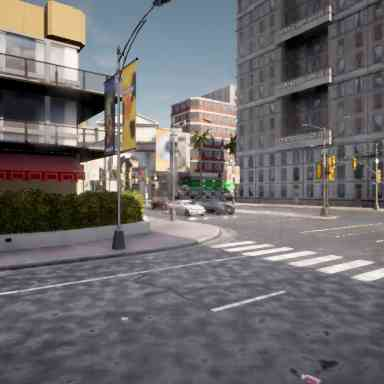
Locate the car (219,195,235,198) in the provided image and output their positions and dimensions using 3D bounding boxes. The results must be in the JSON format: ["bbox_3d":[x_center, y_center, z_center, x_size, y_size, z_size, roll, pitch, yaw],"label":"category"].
[{"bbox_3d":[9.006,1.500,85.629,4.892,1.490,1.837,0,0,-35],"label":"car"}]

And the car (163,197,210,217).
[{"bbox_3d":[-0.623,1.526,32.117,1.812,1.442,4.674,0,0,-35],"label":"car"}]

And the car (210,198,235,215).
[{"bbox_3d":[2.449,1.564,33.837,1.994,1.385,4.181,0,0,-35],"label":"car"}]

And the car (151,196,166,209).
[{"bbox_3d":[-3.417,1.352,42.211,2.097,1.767,4.553,0,0,-35],"label":"car"}]
